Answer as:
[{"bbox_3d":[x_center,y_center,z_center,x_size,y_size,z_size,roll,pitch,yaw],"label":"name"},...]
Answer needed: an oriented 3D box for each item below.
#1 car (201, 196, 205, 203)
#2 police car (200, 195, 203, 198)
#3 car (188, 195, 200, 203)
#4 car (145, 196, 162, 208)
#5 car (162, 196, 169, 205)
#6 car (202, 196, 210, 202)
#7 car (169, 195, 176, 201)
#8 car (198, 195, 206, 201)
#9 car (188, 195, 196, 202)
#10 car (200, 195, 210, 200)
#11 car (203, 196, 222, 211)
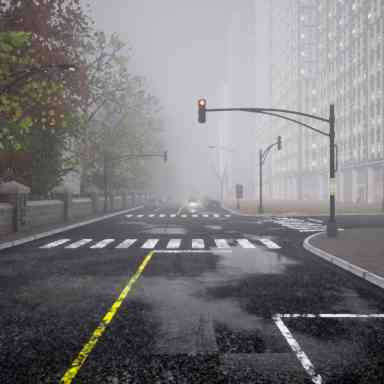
[{"bbox_3d":[2.717,1.591,47.174,1.947,1.339,4.313,0,0,0],"label":"car"},{"bbox_3d":[3.173,1.477,69.963,1.930,1.638,5.238,0,0,0],"label":"police car"},{"bbox_3d":[0.138,1.542,69.132,2.128,1.511,4.902,0,0,0],"label":"car"},{"bbox_3d":[-5.664,1.607,47.179,1.802,1.307,4.206,0,0,0],"label":"car"},{"bbox_3d":[-5.657,1.477,58.444,1.967,1.590,4.097,0,0,0],"label":"car"},{"bbox_3d":[3.191,1.589,76.853,1.812,1.442,4.674,0,0,0],"label":"car"},{"bbox_3d":[-5.642,1.625,86.605,1.887,1.381,4.507,0,0,0],"label":"car"},{"bbox_3d":[2.742,1.641,92.232,2.008,1.369,4.403,0,0,0],"label":"car"},{"bbox_3d":[0.043,1.569,80.081,1.837,1.490,4.892,0,0,0],"label":"car"},{"bbox_3d":[2.720,1.597,52.807,1.947,1.339,4.313,0,0,0],"label":"car"},{"bbox_3d":[2.713,1.586,41.541,1.947,1.339,4.313,0,0,0],"label":"car"}]
